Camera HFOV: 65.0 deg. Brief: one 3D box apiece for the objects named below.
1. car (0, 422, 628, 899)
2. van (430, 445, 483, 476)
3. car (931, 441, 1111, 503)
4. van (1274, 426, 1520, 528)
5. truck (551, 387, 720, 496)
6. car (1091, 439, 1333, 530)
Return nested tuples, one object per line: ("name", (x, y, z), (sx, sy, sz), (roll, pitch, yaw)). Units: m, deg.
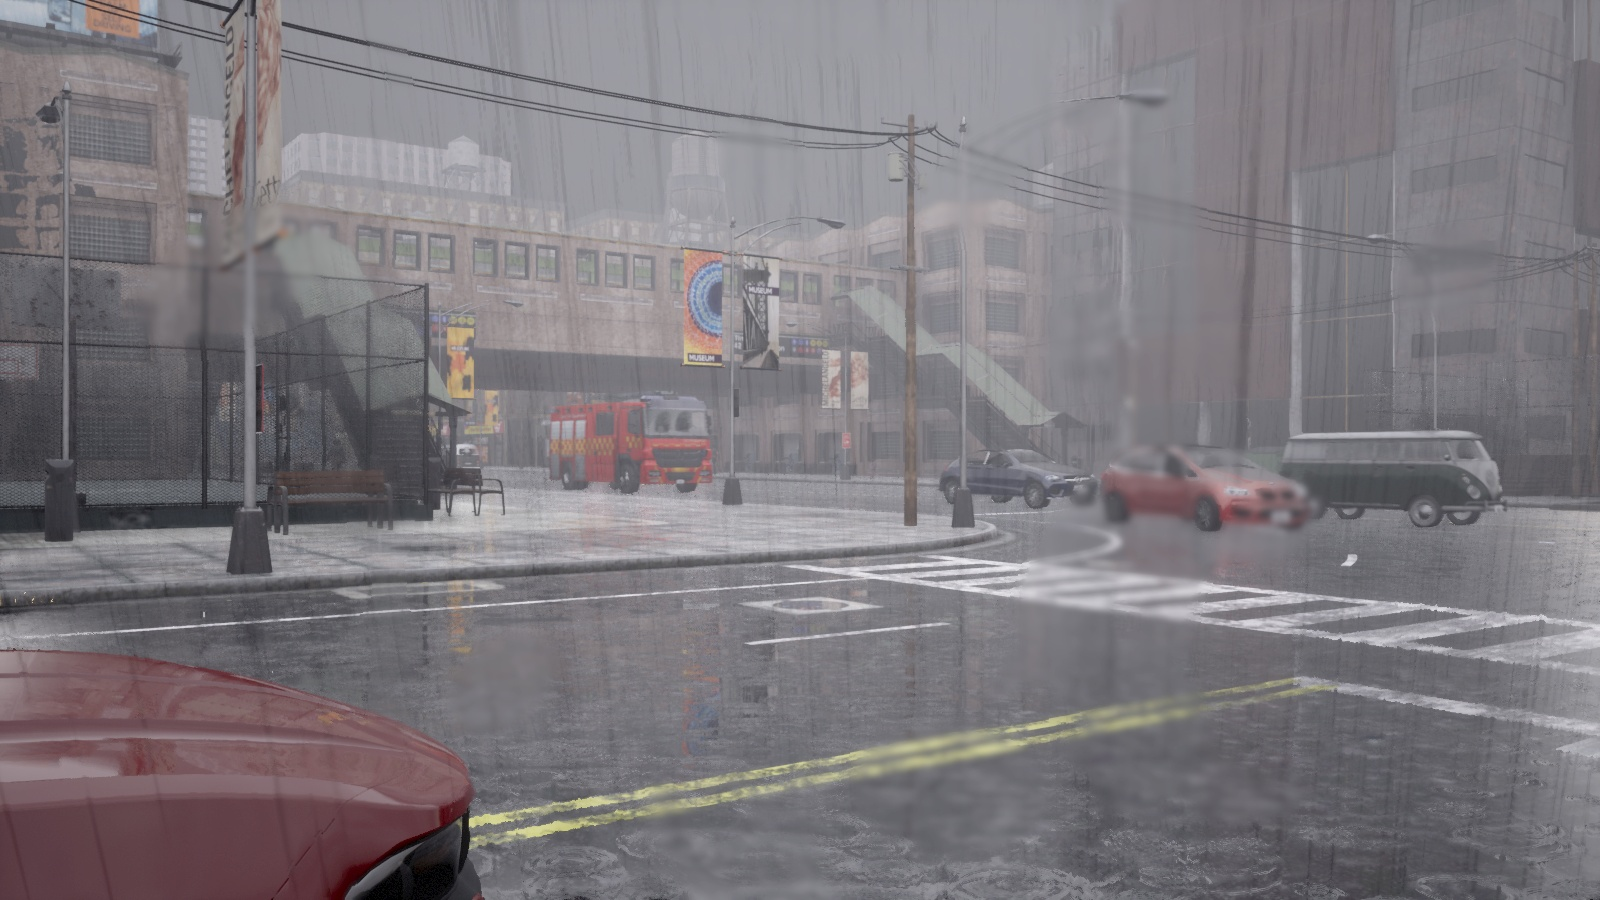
("car", (-2.898, 0.733, 1.605), (5.008, 1.535, 1.882), (0, 0, -36))
("van", (-23.220, 0.725, 84.847), (2.069, 2.038, 4.480), (0, 0, -35))
("car", (6.237, 0.598, 35.974), (2.152, 1.651, 5.027), (0, 0, -35))
("van", (12.599, 0.536, 26.791), (1.775, 1.987, 4.442), (0, 0, -35))
("truck", (-6.495, -0.288, 48.201), (2.891, 3.827, 8.468), (0, 0, -35))
("car", (8.152, 0.634, 25.380), (2.242, 1.667, 4.611), (0, 0, -21))
